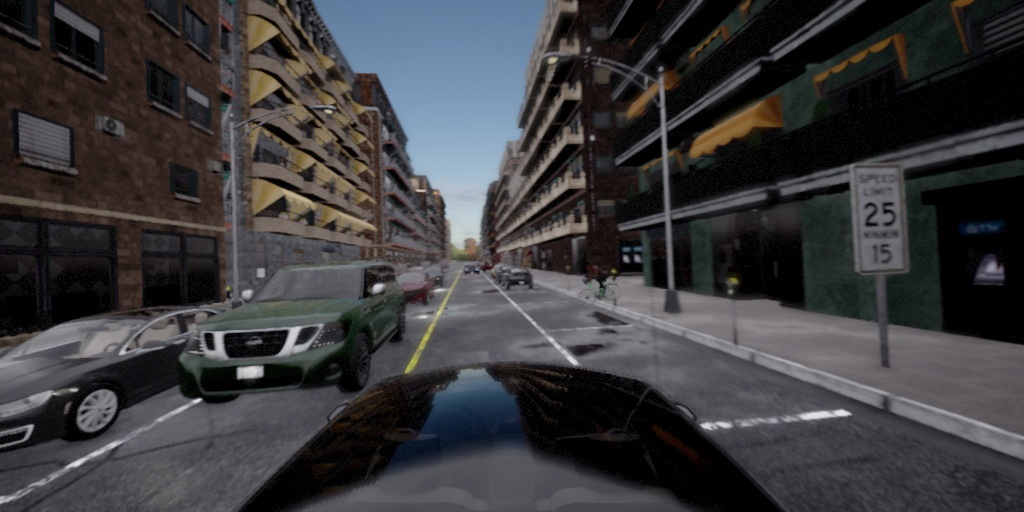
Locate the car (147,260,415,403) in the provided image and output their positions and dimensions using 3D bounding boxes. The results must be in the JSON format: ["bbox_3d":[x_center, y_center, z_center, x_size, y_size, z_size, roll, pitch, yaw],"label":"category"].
[{"bbox_3d":[-3.586,1.117,7.202,2.150,2.045,5.566,-2,0,-7],"label":"car"}]

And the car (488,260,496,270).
[{"bbox_3d":[-1.076,1.413,34.344,1.751,1.417,4.829,0,0,-7],"label":"car"}]

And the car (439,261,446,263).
[{"bbox_3d":[-12.787,2.003,60.807,1.948,1.339,4.313,0,0,-7],"label":"car"}]

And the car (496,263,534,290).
[{"bbox_3d":[0.311,1.347,23.124,2.007,1.370,4.403,0,0,-7],"label":"car"}]

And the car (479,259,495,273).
[{"bbox_3d":[-3.105,1.340,50.752,2.192,1.841,5.009,0,0,-7],"label":"car"}]

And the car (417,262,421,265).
[{"bbox_3d":[-8.688,1.476,27.653,2.192,1.841,5.009,0,0,-7],"label":"car"}]

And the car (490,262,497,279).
[{"bbox_3d":[-0.372,1.393,28.650,2.007,1.370,4.403,0,0,-7],"label":"car"}]

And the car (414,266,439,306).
[{"bbox_3d":[-4.816,1.453,17.240,1.882,1.535,5.008,-2,0,-7],"label":"car"}]

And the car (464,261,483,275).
[{"bbox_3d":[-4.959,1.675,44.463,1.895,1.301,4.718,-2,0,-7],"label":"car"}]

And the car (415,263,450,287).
[{"bbox_3d":[-6.065,1.563,27.415,1.837,1.490,4.892,-2,0,-7],"label":"car"}]

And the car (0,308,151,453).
[{"bbox_3d":[-5.955,1.533,5.550,2.007,1.370,4.403,0,0,-7],"label":"car"}]

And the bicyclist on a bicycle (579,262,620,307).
[{"bbox_3d":[3.182,1.006,13.369,1.656,1.620,0.582,-12,1,-7],"label":"bicyclist on a bicycle"}]
